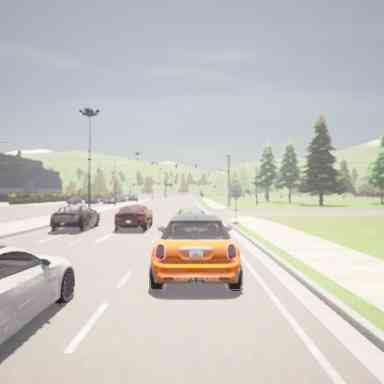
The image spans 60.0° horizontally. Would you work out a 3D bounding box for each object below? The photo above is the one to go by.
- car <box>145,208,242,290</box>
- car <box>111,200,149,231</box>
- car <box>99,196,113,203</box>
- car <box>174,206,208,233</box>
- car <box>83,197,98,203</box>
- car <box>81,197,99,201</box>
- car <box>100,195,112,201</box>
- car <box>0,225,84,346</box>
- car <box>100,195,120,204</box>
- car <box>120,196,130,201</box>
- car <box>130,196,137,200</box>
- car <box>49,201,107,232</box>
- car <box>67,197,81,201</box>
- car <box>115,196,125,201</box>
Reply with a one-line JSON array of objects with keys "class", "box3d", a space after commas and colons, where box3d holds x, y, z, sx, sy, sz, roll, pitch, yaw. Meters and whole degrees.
[{"class": "car", "box3d": [0.081, 1.378, 9.361, 2.097, 1.767, 4.553, 0, 0, 0]}, {"class": "car", "box3d": [-3.604, 1.537, 21.117, 1.882, 1.535, 5.008, 0, 0, -1]}, {"class": "car", "box3d": [-19.832, 1.691, 76.604, 1.882, 1.535, 5.008, 0, 0, 0]}, {"class": "car", "box3d": [-0.067, 1.659, 20.925, 1.895, 1.301, 4.718, 0, 0, -1]}, {"class": "car", "box3d": [-23.332, 1.766, 76.617, 1.994, 1.385, 4.181, 0, 0, 0]}, {"class": "car", "box3d": [-19.826, 1.743, 65.925, 1.994, 1.385, 4.181, 0, 0, 0]}, {"class": "car", "box3d": [-23.341, 1.597, 90.864, 2.097, 1.767, 4.553, 0, 0, 0]}, {"class": "car", "box3d": [-3.420, 1.540, 5.226, 1.812, 1.442, 4.674, 0, 0, 0]}, {"class": "car", "box3d": [-16.326, 1.785, 66.202, 1.895, 1.301, 4.718, 0, 0, 0]}, {"class": "car", "box3d": [-16.333, 1.739, 76.748, 2.128, 1.511, 4.902, 0, 0, 0]}, {"class": "car", "box3d": [-16.342, 1.788, 91.151, 1.994, 1.385, 4.181, 0, 0, 0]}, {"class": "car", "box3d": [-7.096, 1.549, 20.571, 2.128, 1.511, 4.902, 0, 0, -1]}, {"class": "car", "box3d": [-23.326, 1.708, 66.166, 1.812, 1.442, 4.674, 0, 0, 0]}, {"class": "car", "box3d": [-19.842, 1.753, 91.477, 1.812, 1.442, 4.674, 0, 0, 0]}]
